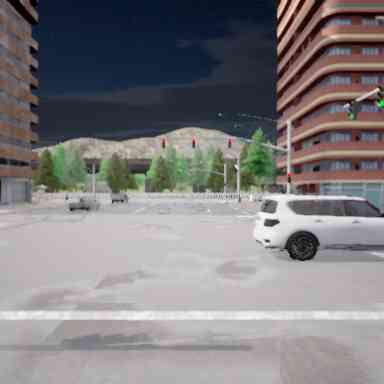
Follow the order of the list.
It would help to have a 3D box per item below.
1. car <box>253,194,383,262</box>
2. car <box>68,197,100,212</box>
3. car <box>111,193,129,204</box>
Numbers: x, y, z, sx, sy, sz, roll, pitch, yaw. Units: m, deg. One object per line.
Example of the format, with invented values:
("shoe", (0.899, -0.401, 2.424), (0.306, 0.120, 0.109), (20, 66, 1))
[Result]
("car", (4.882, 1.111, 11.135), (5.566, 2.045, 2.150), (0, 1, 0))
("car", (-10.643, 1.214, 33.090), (1.895, 1.301, 4.718), (0, 1, 0))
("car", (-10.574, 0.987, 49.124), (1.837, 1.490, 4.892), (0, 1, 0))
